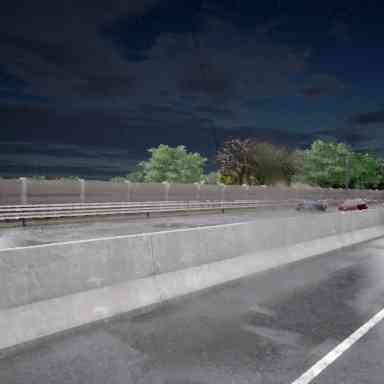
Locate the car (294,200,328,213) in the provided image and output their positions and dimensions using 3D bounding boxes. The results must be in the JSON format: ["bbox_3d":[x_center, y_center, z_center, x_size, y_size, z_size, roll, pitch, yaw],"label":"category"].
[{"bbox_3d":[13.987,1.637,38.835,5.357,1.411,2.033,0,0,-45],"label":"car"}]

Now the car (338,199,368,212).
[{"bbox_3d":[18.689,1.588,38.566,5.008,1.535,1.882,1,0,-45],"label":"car"}]

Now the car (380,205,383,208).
[{"bbox_3d":[23.045,1.692,37.954,4.181,1.385,1.994,1,0,-45],"label":"car"}]
